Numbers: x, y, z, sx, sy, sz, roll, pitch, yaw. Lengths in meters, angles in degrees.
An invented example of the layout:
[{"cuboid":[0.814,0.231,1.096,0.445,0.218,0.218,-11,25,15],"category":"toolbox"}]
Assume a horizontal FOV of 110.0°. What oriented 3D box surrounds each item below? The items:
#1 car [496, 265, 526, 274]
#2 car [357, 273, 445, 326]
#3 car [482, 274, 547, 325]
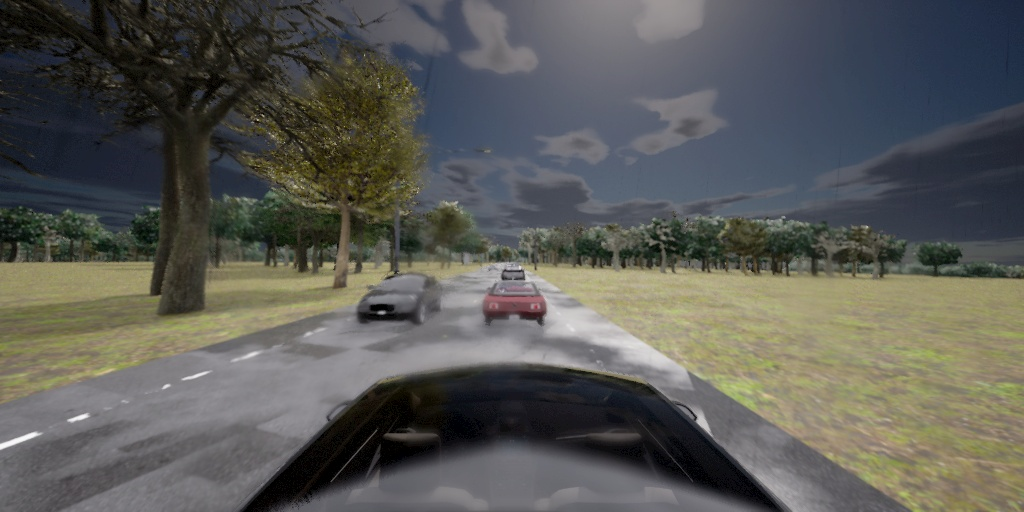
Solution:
[{"cuboid":[0.091,1.496,29.172,2.128,1.511,4.902,0,-1,0],"category":"car"},{"cuboid":[-3.549,1.342,12.242,1.837,1.490,4.892,1,-1,0],"category":"car"},{"cuboid":[0.094,1.489,12.439,1.895,1.301,4.718,1,-1,0],"category":"car"}]
